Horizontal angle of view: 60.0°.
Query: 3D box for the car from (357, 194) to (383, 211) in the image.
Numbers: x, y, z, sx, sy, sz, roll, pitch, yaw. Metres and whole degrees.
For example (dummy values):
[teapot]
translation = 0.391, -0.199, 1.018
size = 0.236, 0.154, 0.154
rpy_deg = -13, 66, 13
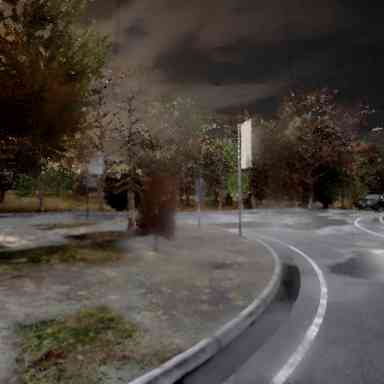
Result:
[car]
translation = 22.270, 1.255, 40.374
size = 5.566, 2.045, 2.150
rpy_deg = 3, -2, -36
